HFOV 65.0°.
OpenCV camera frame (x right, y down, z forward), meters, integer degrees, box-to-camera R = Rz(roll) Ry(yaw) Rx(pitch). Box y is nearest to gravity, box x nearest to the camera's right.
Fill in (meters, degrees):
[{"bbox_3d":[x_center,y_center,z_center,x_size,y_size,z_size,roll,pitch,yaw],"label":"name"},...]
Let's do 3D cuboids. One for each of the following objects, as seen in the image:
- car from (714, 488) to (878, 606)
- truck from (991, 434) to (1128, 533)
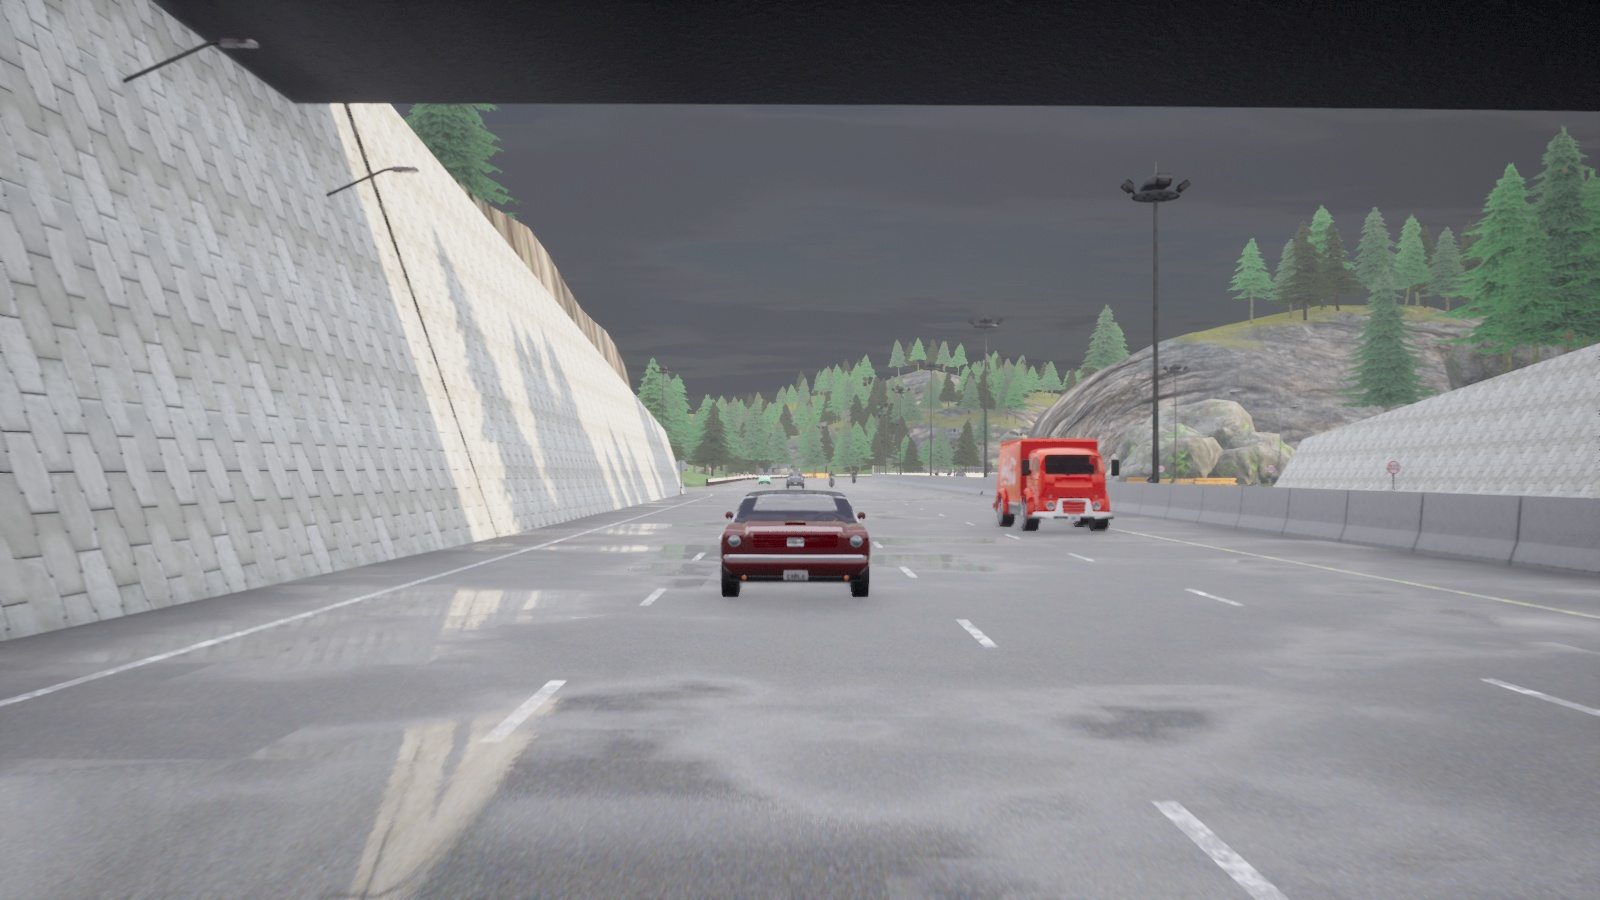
[{"bbox_3d":[-0.053,1.199,16.943,1.895,1.301,4.718,0,-1,0],"label":"car"},{"bbox_3d":[6.886,0.870,34.014,2.627,2.467,5.204,0,-1,0],"label":"truck"}]
